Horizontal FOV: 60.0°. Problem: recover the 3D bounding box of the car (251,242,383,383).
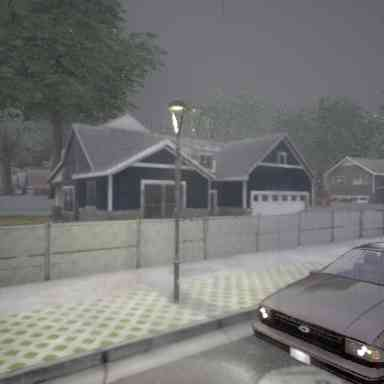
[{"bbox_3d":[3.466,1.603,5.540,5.357,1.411,2.033,1,0,-35],"label":"car"}]
